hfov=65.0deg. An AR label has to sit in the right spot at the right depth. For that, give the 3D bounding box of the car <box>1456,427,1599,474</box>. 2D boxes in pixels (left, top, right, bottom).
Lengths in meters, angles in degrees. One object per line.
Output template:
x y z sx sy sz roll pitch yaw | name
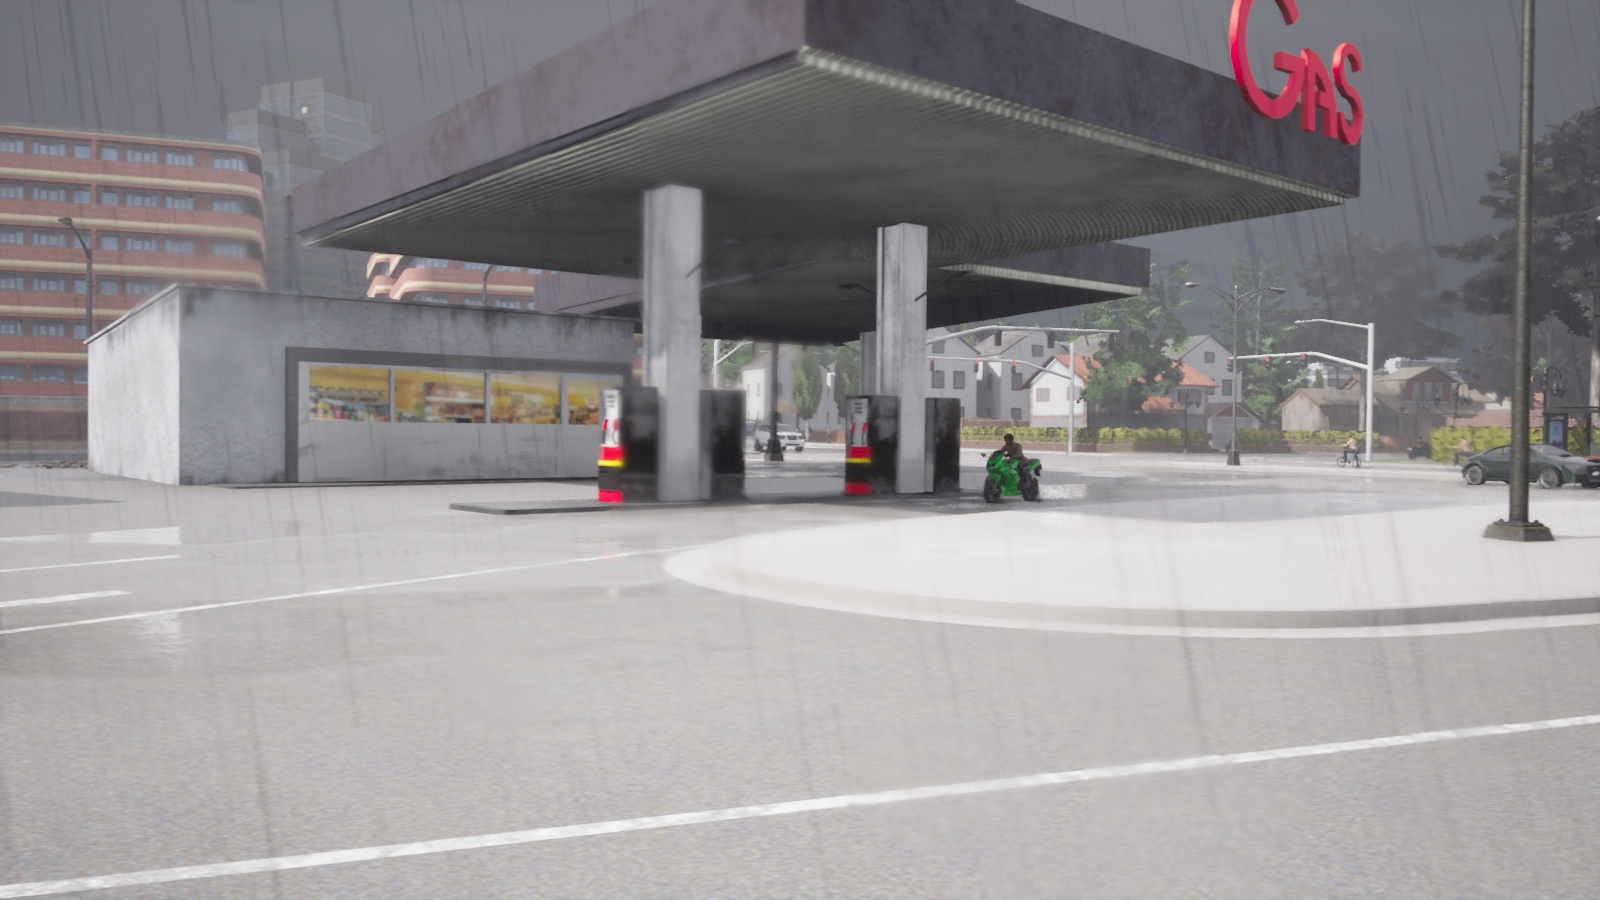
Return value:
23.063 -0.008 39.338 1.994 1.385 4.181 -1 1 -22 | car

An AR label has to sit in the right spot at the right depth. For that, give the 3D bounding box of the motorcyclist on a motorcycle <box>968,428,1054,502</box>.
4.591 0.303 27.236 0.797 1.523 2.044 1 2 45 | motorcyclist on a motorcycle

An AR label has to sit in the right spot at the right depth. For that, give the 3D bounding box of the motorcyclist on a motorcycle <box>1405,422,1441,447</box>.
41.559 -1.022 83.774 2.350 1.649 0.766 -1 1 -23 | motorcyclist on a motorcycle

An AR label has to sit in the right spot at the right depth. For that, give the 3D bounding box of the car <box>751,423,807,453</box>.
-1.557 -0.884 90.625 2.150 2.045 5.566 -1 1 -22 | car
